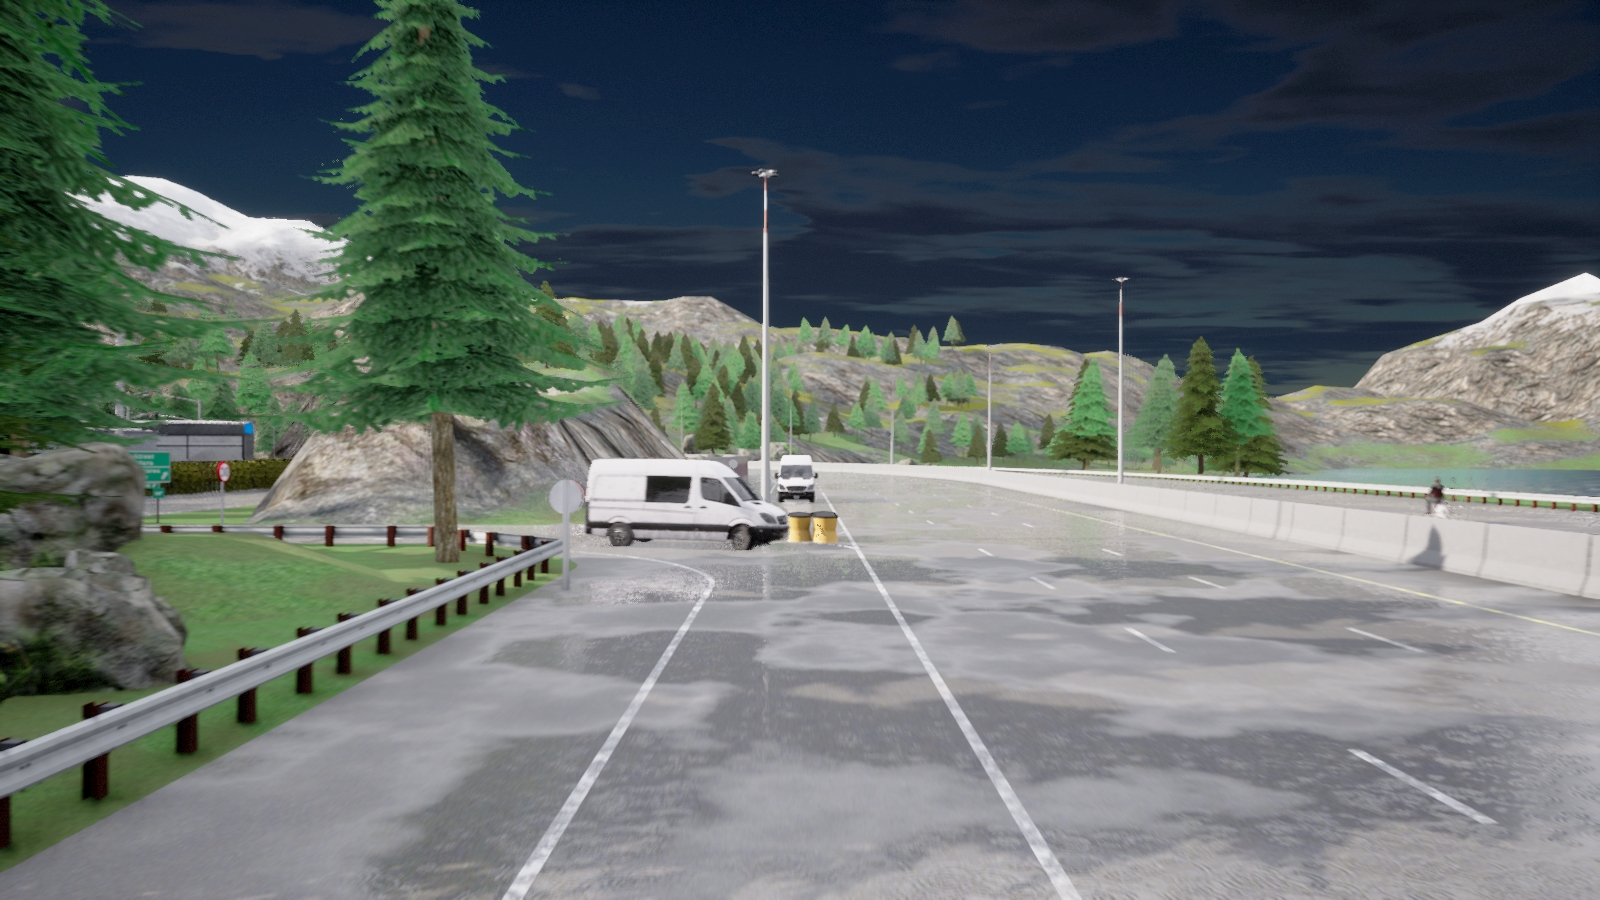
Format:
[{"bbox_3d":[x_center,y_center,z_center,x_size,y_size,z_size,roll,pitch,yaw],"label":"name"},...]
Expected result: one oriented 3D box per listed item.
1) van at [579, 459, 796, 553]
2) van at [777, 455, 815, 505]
[{"bbox_3d":[-3.249,1.567,33.200,5.915,2.561,1.988,0,-1,15],"label":"van"},{"bbox_3d":[-0.206,1.583,62.713,1.988,2.561,5.915,0,0,0],"label":"van"}]
